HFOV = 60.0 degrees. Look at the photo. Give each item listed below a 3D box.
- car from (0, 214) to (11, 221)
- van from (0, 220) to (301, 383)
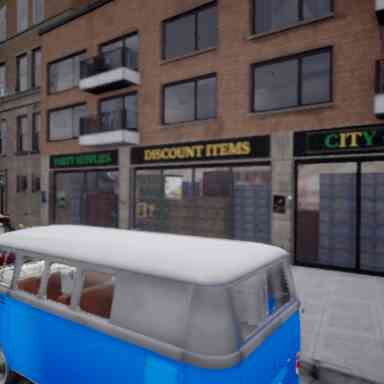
[{"bbox_3d":[-5.411,1.313,6.920,5.009,1.841,2.192,0,1,35],"label":"car"},{"bbox_3d":[-0.863,1.340,3.680,3.998,1.788,1.690,0,1,35],"label":"van"}]
